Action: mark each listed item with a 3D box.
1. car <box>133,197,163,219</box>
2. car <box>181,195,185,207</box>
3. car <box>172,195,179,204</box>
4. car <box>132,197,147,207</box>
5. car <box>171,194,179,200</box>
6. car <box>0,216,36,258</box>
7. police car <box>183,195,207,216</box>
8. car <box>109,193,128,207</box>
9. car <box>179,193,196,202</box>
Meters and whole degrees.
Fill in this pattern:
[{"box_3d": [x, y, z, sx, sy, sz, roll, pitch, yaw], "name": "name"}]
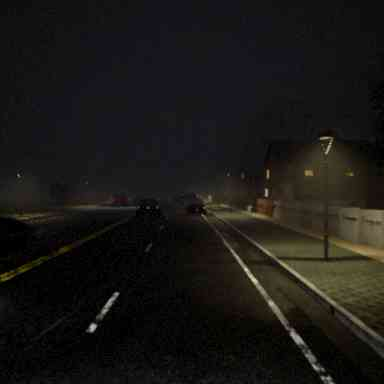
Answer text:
[{"box_3d": [-3.673, 1.343, 29.465, 2.097, 1.767, 4.553, 0, 0, -2], "name": "car"}, {"box_3d": [-0.058, 1.462, 42.612, 1.882, 1.535, 5.008, 0, 0, -3], "name": "car"}, {"box_3d": [-2.446, 1.339, 66.247, 2.097, 1.767, 4.553, 0, 0, -4], "name": "car"}, {"box_3d": [-8.113, 1.526, 51.911, 1.812, 1.442, 4.674, 0, 0, -3], "name": "car"}, {"box_3d": [-4.546, 1.423, 90.427, 1.882, 1.535, 5.008, 0, 0, -6], "name": "car"}, {"box_3d": [-6.687, 1.525, 10.622, 1.812, 1.442, 4.674, 0, 0, -1], "name": "car"}, {"box_3d": [0.362, 1.411, 32.664, 1.930, 1.638, 5.238, 0, 0, -2], "name": "police car"}, {"box_3d": [-11.367, 1.228, 51.987, 2.150, 2.045, 5.566, 0, 0, -3], "name": "car"}, {"box_3d": [-0.366, 1.210, 48.672, 2.150, 2.045, 5.566, 0, 0, -3], "name": "car"}]
